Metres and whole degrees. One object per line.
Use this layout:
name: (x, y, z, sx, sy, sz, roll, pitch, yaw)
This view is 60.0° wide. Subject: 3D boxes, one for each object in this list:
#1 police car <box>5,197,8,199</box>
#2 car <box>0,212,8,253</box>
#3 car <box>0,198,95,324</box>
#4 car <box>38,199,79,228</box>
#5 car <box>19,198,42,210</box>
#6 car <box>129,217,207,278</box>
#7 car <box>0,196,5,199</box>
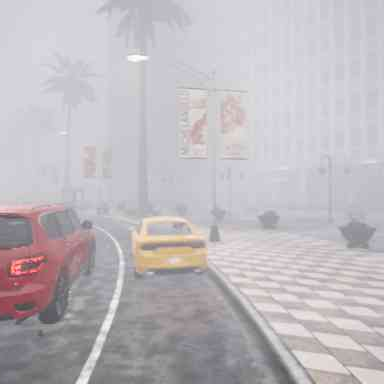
police car: (-20.142, 1.640, 38.879, 1.930, 1.638, 5.238, 0, 0, -36)
car: (-7.961, 1.581, 11.238, 1.837, 1.490, 4.892, 0, 0, -13)
car: (-3.554, 1.261, 7.250, 2.150, 2.045, 5.566, 0, 0, -8)
car: (-9.716, 1.468, 23.913, 2.097, 1.767, 4.553, 0, 0, -30)
car: (-23.953, 1.744, 49.305, 2.231, 1.521, 4.892, 0, 0, -36)
car: (-0.902, 1.506, 10.398, 1.882, 1.535, 5.008, 0, 0, -12)
car: (-41.344, 1.780, 72.980, 2.185, 1.767, 4.553, 0, 0, -36)
